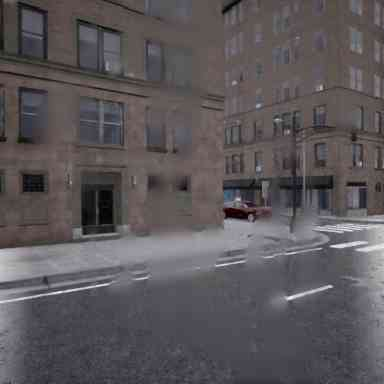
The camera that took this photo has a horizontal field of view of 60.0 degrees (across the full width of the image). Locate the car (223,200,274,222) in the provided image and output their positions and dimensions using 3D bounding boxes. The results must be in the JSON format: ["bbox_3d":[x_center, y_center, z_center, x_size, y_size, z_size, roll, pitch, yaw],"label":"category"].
[{"bbox_3d":[4.023,1.411,25.566,1.882,1.535,5.008,-1,1,-35],"label":"car"}]
